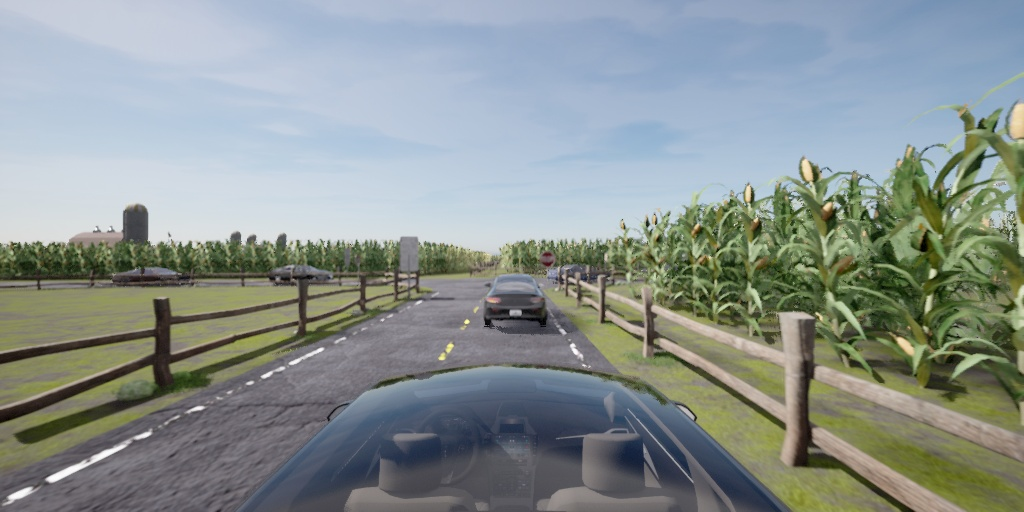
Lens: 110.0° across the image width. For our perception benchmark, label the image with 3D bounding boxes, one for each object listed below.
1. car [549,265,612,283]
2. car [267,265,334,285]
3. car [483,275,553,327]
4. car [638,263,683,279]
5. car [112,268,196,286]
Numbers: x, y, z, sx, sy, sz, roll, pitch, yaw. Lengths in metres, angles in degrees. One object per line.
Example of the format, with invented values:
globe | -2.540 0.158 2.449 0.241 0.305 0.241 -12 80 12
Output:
car | 5.443 1.399 28.760 5.357 1.411 2.033 0 0 -27
car | -17.156 1.512 29.268 4.902 1.511 2.128 0 0 0
car | 0.088 1.326 11.690 1.812 1.442 4.674 0 0 0
car | 13.575 1.355 32.231 4.181 1.385 1.994 0 0 0
car | -29.179 1.666 29.269 5.357 1.411 2.033 0 0 0
